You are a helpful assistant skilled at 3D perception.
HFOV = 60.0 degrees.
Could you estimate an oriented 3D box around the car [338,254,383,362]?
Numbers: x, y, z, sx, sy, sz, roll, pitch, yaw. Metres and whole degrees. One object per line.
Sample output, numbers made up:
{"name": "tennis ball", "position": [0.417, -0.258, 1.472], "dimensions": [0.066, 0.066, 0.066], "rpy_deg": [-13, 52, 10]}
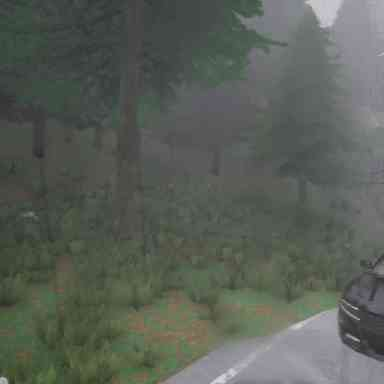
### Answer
{"name": "car", "position": [4.173, 1.635, 5.666], "dimensions": [1.882, 1.535, 5.008], "rpy_deg": [1, -2, 44]}
